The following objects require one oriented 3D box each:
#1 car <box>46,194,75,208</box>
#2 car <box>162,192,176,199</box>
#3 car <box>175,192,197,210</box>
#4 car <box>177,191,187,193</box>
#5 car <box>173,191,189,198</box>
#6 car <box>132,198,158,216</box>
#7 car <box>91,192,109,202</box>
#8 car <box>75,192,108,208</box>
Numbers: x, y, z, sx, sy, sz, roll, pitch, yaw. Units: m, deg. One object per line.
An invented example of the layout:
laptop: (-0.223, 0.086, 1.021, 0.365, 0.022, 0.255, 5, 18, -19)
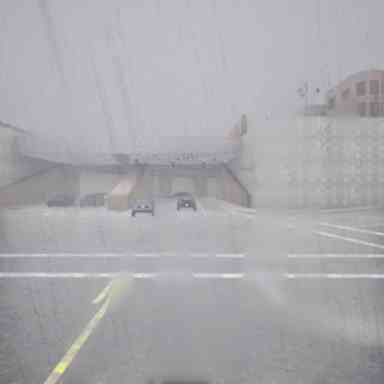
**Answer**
car: (-14.849, 0.991, 37.905, 1.882, 1.535, 5.008, 0, 1, -1)
car: (-4.810, 0.653, 68.064, 1.812, 1.442, 4.674, 0, 1, 6)
car: (-0.570, 1.080, 34.728, 1.812, 1.442, 4.674, 0, 1, -2)
car: (-1.330, 0.610, 67.737, 1.882, 1.535, 5.008, 0, 1, 6)
car: (-2.499, 0.534, 77.720, 1.994, 1.385, 4.181, 0, 1, 24)
car: (-3.944, 1.186, 28.129, 2.033, 1.411, 5.357, 0, 1, -4)
car: (-15.265, 0.795, 55.472, 1.837, 1.490, 4.892, 0, 0, -1)
car: (-11.345, 1.020, 37.804, 1.837, 1.490, 4.892, 0, 1, -1)
